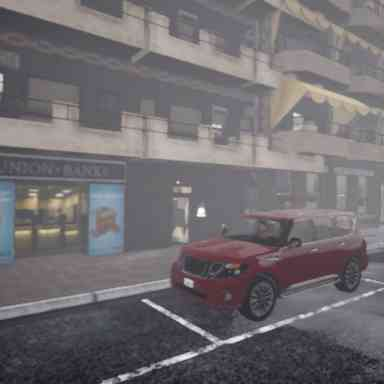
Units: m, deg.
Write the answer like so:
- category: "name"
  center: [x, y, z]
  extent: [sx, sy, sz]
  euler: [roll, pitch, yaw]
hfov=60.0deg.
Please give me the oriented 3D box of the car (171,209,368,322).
- category: "car"
  center: [1.995, 1.346, 7.507]
  extent: [5.009, 1.841, 2.192]
  euler: [0, 0, -35]
